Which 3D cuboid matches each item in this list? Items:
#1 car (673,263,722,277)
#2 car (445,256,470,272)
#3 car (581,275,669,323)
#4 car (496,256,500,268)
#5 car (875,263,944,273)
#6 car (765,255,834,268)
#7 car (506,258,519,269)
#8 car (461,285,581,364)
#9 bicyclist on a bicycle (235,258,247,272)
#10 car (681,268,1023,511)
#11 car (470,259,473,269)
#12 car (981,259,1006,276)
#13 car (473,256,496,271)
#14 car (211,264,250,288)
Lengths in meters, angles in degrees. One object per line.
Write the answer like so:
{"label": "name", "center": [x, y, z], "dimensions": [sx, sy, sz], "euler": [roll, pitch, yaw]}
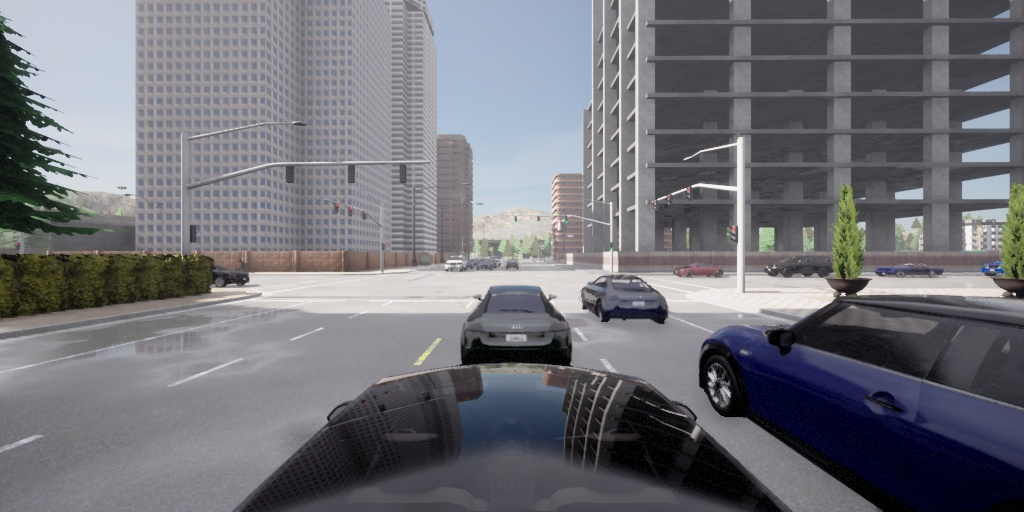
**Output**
{"label": "car", "center": [17.511, 1.314, 33.774], "dimensions": [4.181, 1.385, 1.994], "euler": [0, 0, 0]}
{"label": "car", "center": [-7.263, 0.971, 47.061], "dimensions": [2.150, 2.045, 5.566], "euler": [0, 0, 1]}
{"label": "car", "center": [3.579, 1.314, 12.149], "dimensions": [1.994, 1.385, 4.181], "euler": [0, 0, 0]}
{"label": "car", "center": [-3.579, 1.102, 58.765], "dimensions": [2.097, 1.767, 4.553], "euler": [0, 0, 1]}
{"label": "car", "center": [37.107, 1.351, 33.638], "dimensions": [4.718, 1.301, 1.895], "euler": [0, 0, 0]}
{"label": "car", "center": [26.977, 0.971, 33.713], "dimensions": [5.566, 2.045, 2.150], "euler": [0, 0, 1]}
{"label": "car", "center": [0.074, 1.275, 56.773], "dimensions": [1.812, 1.442, 4.674], "euler": [0, 0, 1]}
{"label": "car", "center": [0.067, 1.314, 7.879], "dimensions": [1.994, 1.385, 4.181], "euler": [0, 0, 0]}
{"label": "bicyclist on a bicycle", "center": [-29.385, 1.051, 38.866], "dimensions": [0.582, 1.620, 1.656], "euler": [0, 0, 0]}
{"label": "car", "center": [3.600, 1.102, 3.067], "dimensions": [2.097, 1.767, 4.553], "euler": [0, 0, 0]}
{"label": "car", "center": [-7.124, 1.314, 56.480], "dimensions": [1.994, 1.385, 4.181], "euler": [0, 0, 1]}
{"label": "car", "center": [47.731, 0.970, 33.526], "dimensions": [5.566, 2.045, 2.150], "euler": [0, 0, 1]}
{"label": "car", "center": [-3.721, 1.102, 50.020], "dimensions": [2.097, 1.767, 4.553], "euler": [0, 0, 1]}
{"label": "car", "center": [-19.869, 1.228, 23.319], "dimensions": [5.008, 1.535, 1.882], "euler": [0, 0, 1]}
